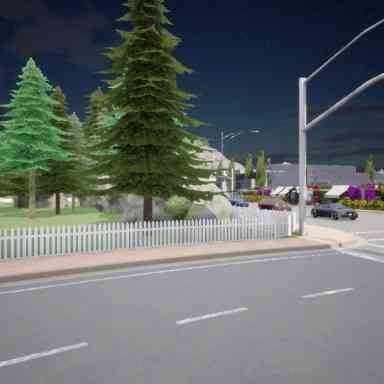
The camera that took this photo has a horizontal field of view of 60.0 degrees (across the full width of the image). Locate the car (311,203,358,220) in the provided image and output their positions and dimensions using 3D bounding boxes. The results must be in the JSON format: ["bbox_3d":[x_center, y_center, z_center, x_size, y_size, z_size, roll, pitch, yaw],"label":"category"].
[{"bbox_3d":[12.066,1.619,28.416,1.994,1.385,4.181,0,0,-16],"label":"car"}]

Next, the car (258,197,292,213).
[{"bbox_3d":[9.312,1.408,37.707,2.097,1.767,4.553,0,0,-16],"label":"car"}]

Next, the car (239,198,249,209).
[{"bbox_3d":[6.382,1.533,47.601,1.882,1.535,5.008,0,0,-17],"label":"car"}]
